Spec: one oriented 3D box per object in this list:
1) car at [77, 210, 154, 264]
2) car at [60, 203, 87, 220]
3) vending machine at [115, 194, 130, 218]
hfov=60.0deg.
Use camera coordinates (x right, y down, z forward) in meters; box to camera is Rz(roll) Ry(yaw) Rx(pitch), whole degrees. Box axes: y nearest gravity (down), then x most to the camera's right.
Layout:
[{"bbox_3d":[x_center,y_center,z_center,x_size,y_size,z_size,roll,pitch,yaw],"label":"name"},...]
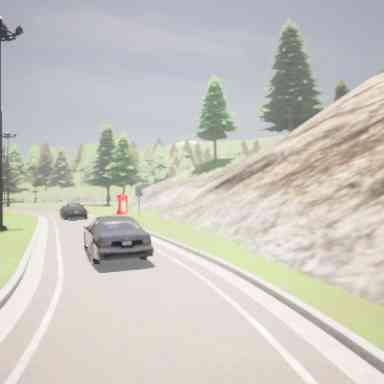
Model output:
[{"bbox_3d":[-2.858,1.574,12.140,2.033,1.411,5.357,-1,0,-22],"label":"car"},{"bbox_3d":[-10.648,1.665,29.855,1.994,1.385,4.181,-1,0,-27],"label":"car"},{"bbox_3d":[-6.413,1.255,30.639,1.100,2.100,0.880,-1,0,-24],"label":"vending machine"}]
